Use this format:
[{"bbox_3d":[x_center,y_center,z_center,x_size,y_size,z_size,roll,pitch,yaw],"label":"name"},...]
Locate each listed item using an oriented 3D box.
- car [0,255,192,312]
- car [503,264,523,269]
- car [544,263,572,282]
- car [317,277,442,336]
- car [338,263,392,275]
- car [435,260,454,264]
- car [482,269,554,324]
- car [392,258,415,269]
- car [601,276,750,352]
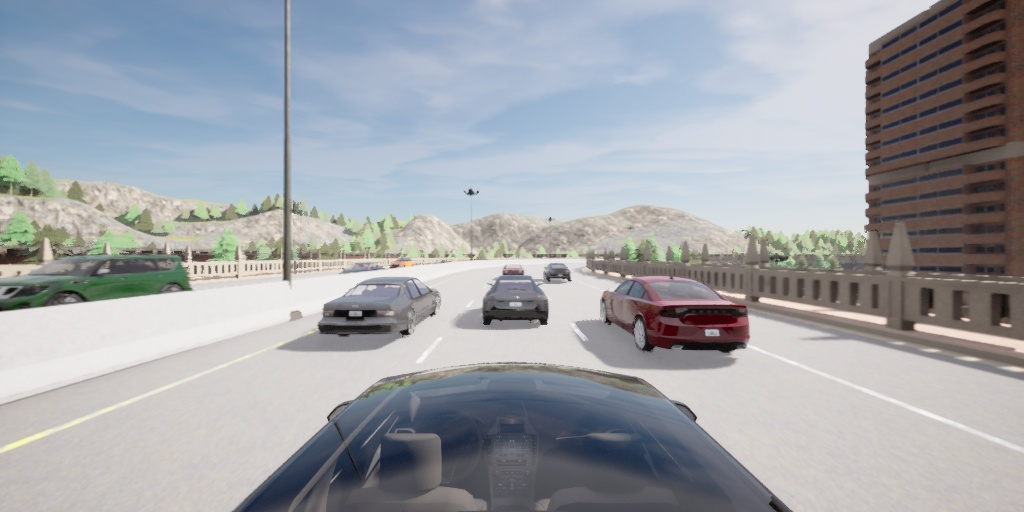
[{"bbox_3d":[-14.096,0.973,12.225,2.150,2.045,5.566,0,0,0],"label":"car"},{"bbox_3d":[0.109,1.351,31.876,1.895,1.301,4.718,0,0,0],"label":"car"},{"bbox_3d":[3.610,1.276,29.058,1.812,1.442,4.674,0,0,0],"label":"car"},{"bbox_3d":[-3.397,1.298,10.298,2.033,1.411,5.357,0,0,0],"label":"car"},{"bbox_3d":[-10.581,1.242,25.427,2.128,1.511,4.902,0,0,0],"label":"car"},{"bbox_3d":[-11.356,1.351,60.810,1.895,1.301,4.718,0,0,13],"label":"car"},{"bbox_3d":[0.104,1.314,11.980,1.994,1.385,4.181,0,0,0],"label":"car"},{"bbox_3d":[-16.281,1.103,53.404,2.097,1.767,4.553,0,0,9],"label":"car"},{"bbox_3d":[3.602,1.228,8.921,1.882,1.535,5.008,0,0,0],"label":"car"}]
